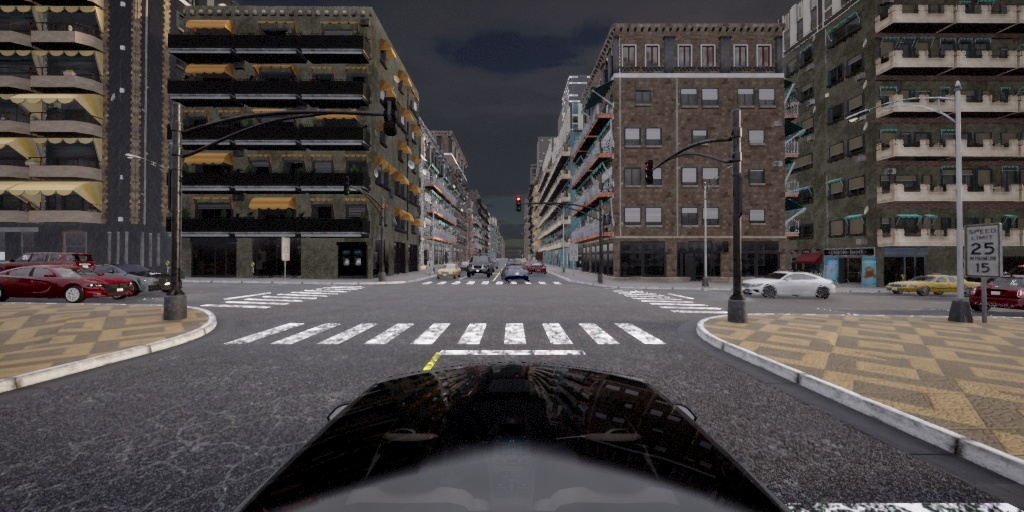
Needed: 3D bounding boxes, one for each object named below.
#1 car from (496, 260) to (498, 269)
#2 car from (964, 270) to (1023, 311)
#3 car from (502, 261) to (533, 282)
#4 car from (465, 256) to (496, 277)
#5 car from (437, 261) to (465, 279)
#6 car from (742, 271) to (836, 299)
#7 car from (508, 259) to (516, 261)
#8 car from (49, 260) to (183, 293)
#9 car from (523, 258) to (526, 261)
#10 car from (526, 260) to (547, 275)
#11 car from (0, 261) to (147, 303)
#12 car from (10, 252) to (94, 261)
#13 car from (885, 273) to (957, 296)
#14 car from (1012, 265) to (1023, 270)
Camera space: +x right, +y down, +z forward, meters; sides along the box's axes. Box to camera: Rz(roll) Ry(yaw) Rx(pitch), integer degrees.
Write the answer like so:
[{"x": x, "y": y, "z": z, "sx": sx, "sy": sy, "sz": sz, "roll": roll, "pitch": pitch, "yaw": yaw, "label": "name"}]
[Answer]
[{"x": -3.086, "y": 1.265, "z": 45.286, "sx": 1.837, "sy": 1.490, "sz": 4.892, "roll": 0, "pitch": 0, "yaw": 0, "label": "car"}, {"x": 20.838, "y": 1.500, "z": 14.011, "sx": 4.097, "sy": 1.591, "sz": 1.967, "roll": 0, "pitch": 0, "yaw": 0, "label": "car"}, {"x": 0.269, "y": 1.320, "z": 29.426, "sx": 1.994, "sy": 1.385, "sz": 4.181, "roll": 0, "pitch": 0, "yaw": -4, "label": "car"}, {"x": -3.091, "y": 0.979, "z": 35.247, "sx": 2.150, "sy": 2.045, "sz": 5.566, "roll": 0, "pitch": 0, "yaw": 0, "label": "car"}, {"x": -5.681, "y": 1.282, "z": 32.669, "sx": 1.751, "sy": 1.417, "sz": 4.829, "roll": 0, "pitch": 0, "yaw": 0, "label": "car"}, {"x": 15.061, "y": 1.552, "z": 19.733, "sx": 4.674, "sy": 1.442, "sz": 1.812, "roll": 1, "pitch": -1, "yaw": -1, "label": "car"}, {"x": 0.018, "y": 1.259, "z": 63.775, "sx": 2.128, "sy": 1.511, "sz": 4.902, "roll": 0, "pitch": 0, "yaw": 0, "label": "car"}, {"x": -17.674, "y": 1.049, "z": 16.290, "sx": 4.181, "sy": 1.385, "sz": 1.994, "roll": 1, "pitch": -1, "yaw": -1, "label": "car"}, {"x": 2.703, "y": 1.200, "z": 43.870, "sx": 1.967, "sy": 1.591, "sz": 4.097, "roll": 0, "pitch": 0, "yaw": 0, "label": "car"}, {"x": 2.701, "y": 1.303, "z": 38.346, "sx": 1.888, "sy": 1.381, "sz": 4.507, "roll": 0, "pitch": 0, "yaw": 0, "label": "car"}, {"x": -17.259, "y": 1.012, "z": 13.700, "sx": 4.507, "sy": 1.381, "sz": 1.888, "roll": 0, "pitch": 0, "yaw": 0, "label": "car"}, {"x": -28.641, "y": 0.686, "z": 21.998, "sx": 5.009, "sy": 1.841, "sz": 2.192, "roll": 0, "pitch": 0, "yaw": 0, "label": "car"}, {"x": 26.252, "y": 1.754, "z": 22.364, "sx": 4.829, "sy": 1.417, "sz": 1.751, "roll": 0, "pitch": 0, "yaw": 0, "label": "car"}, {"x": 29.579, "y": 1.477, "z": 19.851, "sx": 5.566, "sy": 2.045, "sz": 2.150, "roll": 1, "pitch": -1, "yaw": -2, "label": "car"}]
